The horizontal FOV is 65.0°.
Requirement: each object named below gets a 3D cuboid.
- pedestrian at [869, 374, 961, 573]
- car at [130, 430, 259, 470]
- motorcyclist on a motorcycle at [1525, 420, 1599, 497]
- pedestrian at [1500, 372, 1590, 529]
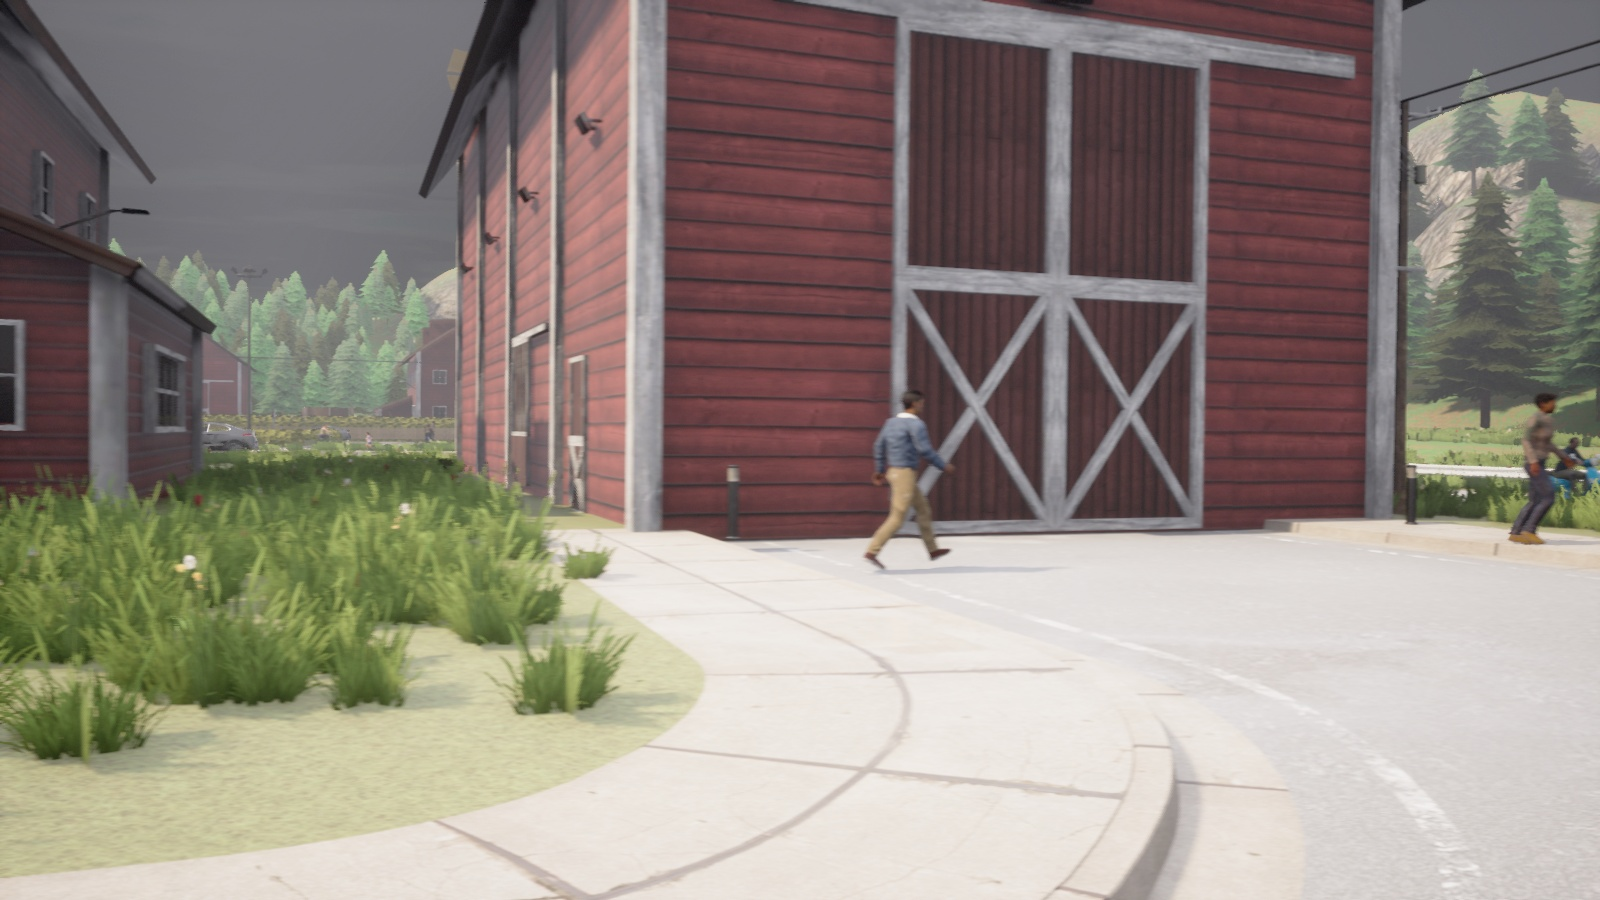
[{"bbox_3d":[1.151,0.223,12.592,0.788,1.949,0.423,-1,1,-21],"label":"pedestrian"},{"bbox_3d":[-27.115,-0.023,56.476,5.027,1.651,2.152,-1,1,-21],"label":"car"},{"bbox_3d":[16.715,0.158,26.988,0.866,1.590,1.817,-1,1,-20],"label":"motorcyclist on a motorcycle"},{"bbox_3d":[8.774,0.003,14.803,0.869,1.805,0.328,0,1,42],"label":"pedestrian"}]
